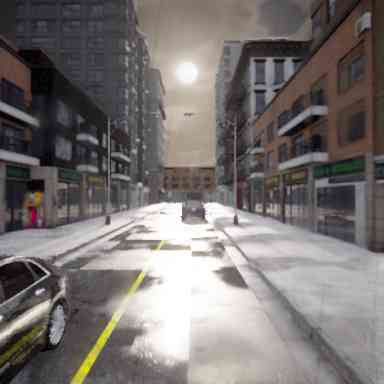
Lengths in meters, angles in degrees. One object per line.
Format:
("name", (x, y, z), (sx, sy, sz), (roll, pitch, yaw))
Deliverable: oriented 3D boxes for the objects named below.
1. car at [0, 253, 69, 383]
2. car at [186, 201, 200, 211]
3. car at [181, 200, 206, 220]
("car", (-2.849, 1.525, 3.432), (1.837, 1.490, 4.892), (0, 0, 0))
("car", (0.104, 1.924, 46.949), (1.895, 1.301, 4.718), (0, 0, 0))
("car", (0.112, 1.551, 30.769), (2.097, 1.767, 4.553), (0, 0, -1))
